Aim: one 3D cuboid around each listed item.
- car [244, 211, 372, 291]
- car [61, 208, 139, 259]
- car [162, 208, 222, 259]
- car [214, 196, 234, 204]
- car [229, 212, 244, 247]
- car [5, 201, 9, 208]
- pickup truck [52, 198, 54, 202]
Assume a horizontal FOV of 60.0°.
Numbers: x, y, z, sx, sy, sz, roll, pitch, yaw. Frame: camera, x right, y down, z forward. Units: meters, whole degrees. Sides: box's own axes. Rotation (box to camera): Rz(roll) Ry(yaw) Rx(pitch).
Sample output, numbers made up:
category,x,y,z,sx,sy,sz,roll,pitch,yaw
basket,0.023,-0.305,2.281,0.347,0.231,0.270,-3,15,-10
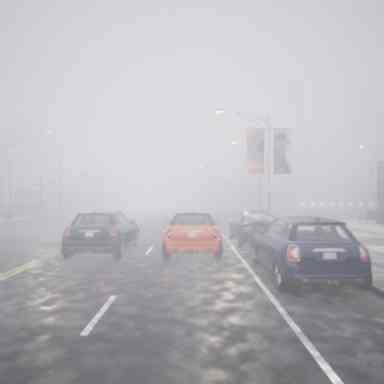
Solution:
category,x,y,z,sx,sy,sz,roll,pitch,yaw
car,3.044,1.458,9.498,2.185,1.767,4.553,0,-1,0
car,-3.469,1.497,13.412,2.097,1.767,4.553,0,-1,1
car,0.031,1.497,13.411,2.097,1.767,4.553,0,-1,1
car,9.624,2.248,94.701,5.566,2.045,2.150,1,-1,-40
car,2.908,1.653,15.921,2.097,1.535,5.008,0,-1,0
car,-28.979,1.782,48.779,2.185,1.767,4.553,0,-1,0
pickup truck,-28.566,1.916,76.404,6.274,2.098,2.390,0,-1,0
